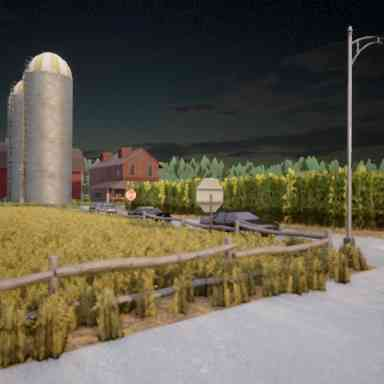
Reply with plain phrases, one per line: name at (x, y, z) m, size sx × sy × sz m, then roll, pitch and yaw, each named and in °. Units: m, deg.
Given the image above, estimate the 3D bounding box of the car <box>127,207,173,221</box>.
car at (-3.452, 1.879, 27.036) m, size 1.895 × 1.301 × 4.718 m, roll 1°, pitch -1°, yaw -36°

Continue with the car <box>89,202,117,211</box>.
car at (-9.506, 1.788, 35.496) m, size 2.128 × 1.511 × 4.902 m, roll 1°, pitch 0°, yaw -35°

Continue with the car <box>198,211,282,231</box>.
car at (2.515, 1.767, 18.762) m, size 2.033 × 1.411 × 5.357 m, roll 1°, pitch -1°, yaw -36°
